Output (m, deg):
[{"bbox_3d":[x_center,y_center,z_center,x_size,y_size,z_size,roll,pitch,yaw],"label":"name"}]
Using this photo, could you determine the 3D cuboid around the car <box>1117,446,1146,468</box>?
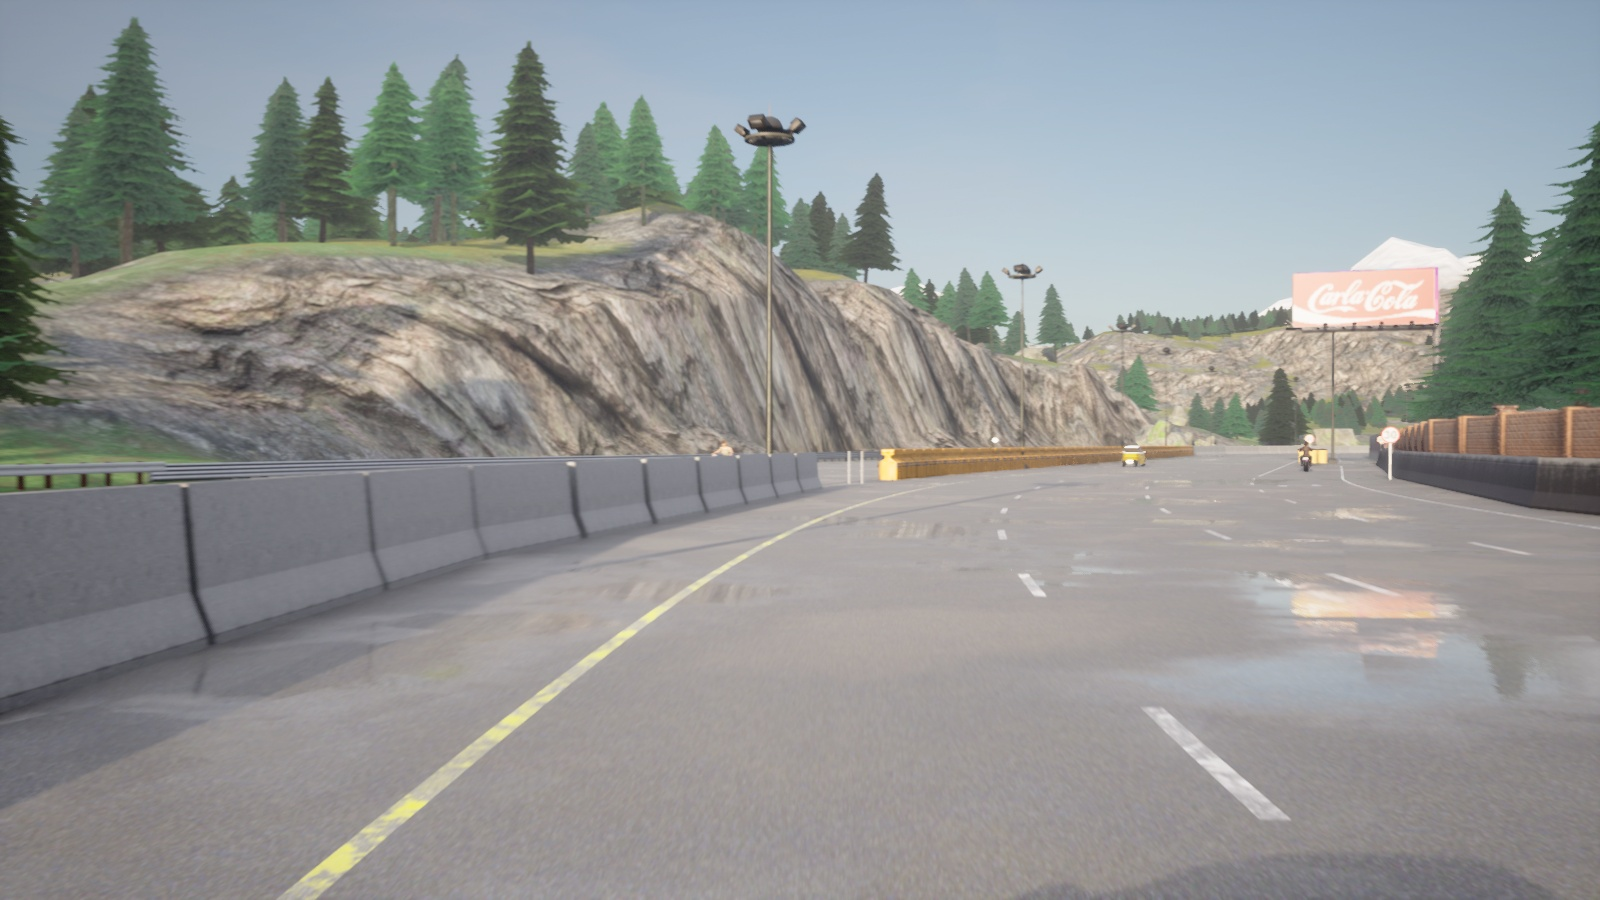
[{"bbox_3d":[21.228,0.421,80.297,1.481,1.376,2.207,0,1,23],"label":"car"}]
